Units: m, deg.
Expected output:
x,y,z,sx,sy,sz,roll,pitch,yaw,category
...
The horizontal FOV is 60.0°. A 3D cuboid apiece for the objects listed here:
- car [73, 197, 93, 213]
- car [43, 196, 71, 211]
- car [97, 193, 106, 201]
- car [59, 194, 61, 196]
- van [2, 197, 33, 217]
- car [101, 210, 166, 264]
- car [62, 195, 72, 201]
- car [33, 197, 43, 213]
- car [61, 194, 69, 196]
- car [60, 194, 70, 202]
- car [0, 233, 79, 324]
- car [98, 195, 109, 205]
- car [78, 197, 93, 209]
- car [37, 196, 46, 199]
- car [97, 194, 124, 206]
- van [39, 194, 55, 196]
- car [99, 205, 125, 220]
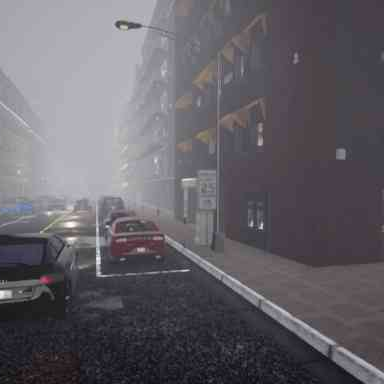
x,y,z,sx,sy,sz,roll,pitch,yaw,category
-12.074,1.511,36.932,1.812,1.442,4.674,0,0,-16,car
-16.157,1.529,40.078,2.033,1.411,5.357,0,0,-16,car
-23.951,1.300,87.651,2.192,1.841,5.009,-1,0,-16,car
-22.617,1.293,52.703,2.192,1.841,5.009,-1,0,-16,car
-16.305,1.323,30.945,1.690,1.788,3.998,-1,0,-16,van
-2.098,1.541,11.785,1.887,1.381,4.507,-1,0,-16,car
-32.010,1.544,85.363,1.947,1.339,4.313,-1,0,-16,car
-17.870,1.562,36.388,1.802,1.307,4.206,-1,0,-16,car
-27.307,1.528,69.036,2.008,1.369,4.403,-1,0,-16,car
-30.444,1.418,79.920,1.967,1.590,4.097,-1,0,-16,car
-3.532,1.560,7.083,1.994,1.385,4.181,0,0,-16,car
-16.112,1.424,60.439,1.967,1.590,4.097,-1,0,-16,car
-14.979,1.460,46.839,1.882,1.535,5.008,0,0,-16,car
-19.440,1.561,41.830,1.802,1.307,4.206,-1,0,-16,car
-6.708,1.305,27.782,2.192,1.841,5.009,-1,0,-16,car
-21.022,1.319,47.269,1.690,1.788,3.998,-1,0,-16,van
-3.570,1.560,16.899,1.947,1.339,4.313,-1,0,-16,car
